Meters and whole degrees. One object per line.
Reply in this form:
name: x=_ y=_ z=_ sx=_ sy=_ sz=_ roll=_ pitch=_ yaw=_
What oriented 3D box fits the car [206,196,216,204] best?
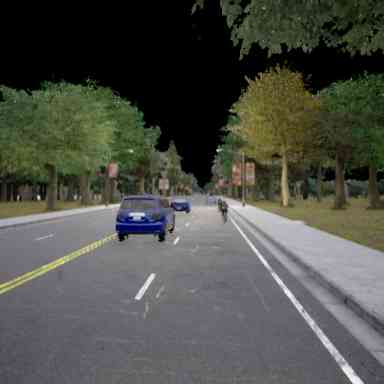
car: x=3.424 y=1.464 z=59.852 sx=2.033 sy=1.411 sz=5.357 roll=0 pitch=0 yaw=3

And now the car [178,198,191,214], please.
car: x=-1.164 y=1.413 z=35.038 sx=1.882 sy=1.535 sz=5.008 roll=0 pitch=0 yaw=3

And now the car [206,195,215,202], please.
car: x=4.090 y=1.469 z=74.092 sx=1.994 sy=1.385 sz=4.181 roll=0 pitch=0 yaw=3

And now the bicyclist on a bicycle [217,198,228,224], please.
bicyclist on a bicycle: x=2.231 y=1.411 z=22.887 sx=0.582 sy=1.620 sz=1.656 roll=0 pitch=0 yaw=3

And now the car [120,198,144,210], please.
car: x=-7.498 y=1.488 z=41.948 sx=1.994 sy=1.385 sz=4.181 roll=0 pitch=0 yaw=3

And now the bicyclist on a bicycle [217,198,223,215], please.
bicyclist on a bicycle: x=2.790 y=1.393 z=33.291 sx=0.582 sy=1.620 sz=1.656 roll=0 pitch=0 yaw=3

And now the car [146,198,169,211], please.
car: x=-4.247 y=1.473 z=41.895 sx=2.033 sy=1.411 sz=5.357 roll=0 pitch=0 yaw=3

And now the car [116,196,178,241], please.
car: x=-2.155 y=1.190 z=16.593 sx=2.150 sy=2.045 sz=5.566 roll=0 pitch=0 yaw=3
